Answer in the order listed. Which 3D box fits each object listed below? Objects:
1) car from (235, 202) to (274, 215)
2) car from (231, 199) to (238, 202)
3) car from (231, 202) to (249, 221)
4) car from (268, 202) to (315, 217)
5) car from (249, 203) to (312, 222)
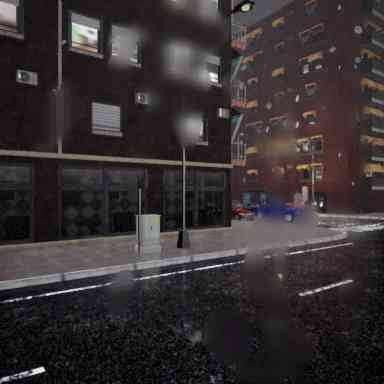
[{"bbox_3d":[7.333,1.918,39.395,1.947,1.339,4.313,-1,0,-36],"label":"car"},{"bbox_3d":[3.883,1.734,39.744,2.097,1.767,4.553,0,-1,-36],"label":"car"},{"bbox_3d":[3.681,1.861,30.196,1.802,1.307,4.206,-1,0,-36],"label":"car"},{"bbox_3d":[10.448,1.827,35.082,1.887,1.381,4.507,-1,0,-36],"label":"car"},{"bbox_3d":[7.713,1.714,28.997,1.882,1.535,5.008,0,-1,-36],"label":"car"}]
